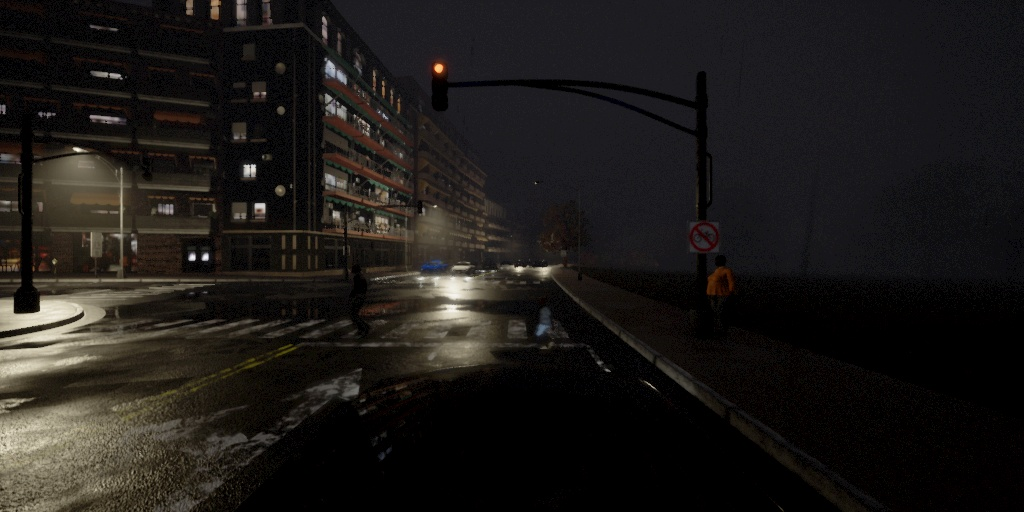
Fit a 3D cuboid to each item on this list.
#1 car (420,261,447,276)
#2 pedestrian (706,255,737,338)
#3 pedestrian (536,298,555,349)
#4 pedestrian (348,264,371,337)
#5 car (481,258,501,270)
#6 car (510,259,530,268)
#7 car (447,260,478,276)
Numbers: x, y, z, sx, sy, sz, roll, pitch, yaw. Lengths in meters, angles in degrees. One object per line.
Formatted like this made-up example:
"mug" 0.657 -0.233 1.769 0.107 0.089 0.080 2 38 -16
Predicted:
"car" -8.249 1.297 38.374 1.882 1.535 5.008 0 0 5
"pedestrian" 4.763 0.893 8.165 0.375 1.860 0.375 0 0 1
"pedestrian" 0.706 1.045 7.621 0.375 1.860 0.375 0 0 1
"pedestrian" -3.828 1.046 8.880 0.375 1.860 0.375 0 0 1
"car" -3.343 1.385 54.022 1.837 1.490 4.892 0 0 7
"car" 1.557 1.486 65.441 2.033 1.411 5.357 0 0 9
"car" -5.046 1.343 37.645 1.812 1.442 4.674 0 0 5
